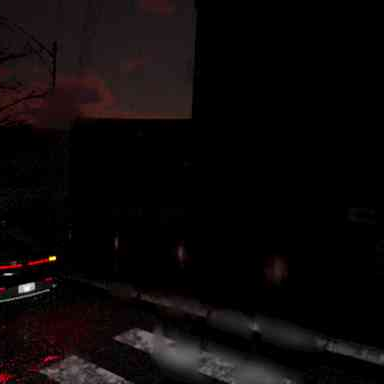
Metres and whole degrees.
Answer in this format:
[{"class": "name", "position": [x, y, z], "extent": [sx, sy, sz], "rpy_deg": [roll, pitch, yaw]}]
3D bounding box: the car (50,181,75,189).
[{"class": "car", "position": [-28.981, -1.507, 74.459], "extent": [5.008, 1.535, 2.097], "rpy_deg": [4, 3, 23]}]

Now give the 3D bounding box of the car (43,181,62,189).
[{"class": "car", "position": [-30.028, -1.573, 71.900], "extent": [4.553, 1.767, 2.185], "rpy_deg": [4, 3, 23]}]

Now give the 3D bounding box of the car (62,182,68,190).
[{"class": "car", "position": [-20.779, -0.863, 61.980], "extent": [2.150, 2.045, 5.566], "rpy_deg": [4, 3, 23]}]

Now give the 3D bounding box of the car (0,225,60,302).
[{"class": "car", "position": [-4.940, 1.505, 7.643], "extent": [4.892, 1.490, 1.837], "rpy_deg": [0, 0, 39]}]
